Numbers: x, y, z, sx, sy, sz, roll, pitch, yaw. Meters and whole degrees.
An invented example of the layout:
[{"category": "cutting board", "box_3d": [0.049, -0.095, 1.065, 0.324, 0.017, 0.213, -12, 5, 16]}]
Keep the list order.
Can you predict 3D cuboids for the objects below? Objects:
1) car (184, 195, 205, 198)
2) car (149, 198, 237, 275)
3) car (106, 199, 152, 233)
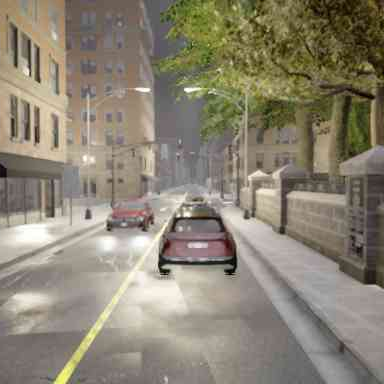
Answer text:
[{"category": "car", "box_3d": [0.173, 0.982, 21.168, 1.837, 1.490, 4.892, 0, 1, 0]}, {"category": "car", "box_3d": [0.135, 1.191, 9.674, 2.033, 1.649, 4.856, 0, 2, 0]}, {"category": "car", "box_3d": [-2.947, 1.111, 16.826, 1.812, 1.442, 4.674, 0, 1, 0]}]
